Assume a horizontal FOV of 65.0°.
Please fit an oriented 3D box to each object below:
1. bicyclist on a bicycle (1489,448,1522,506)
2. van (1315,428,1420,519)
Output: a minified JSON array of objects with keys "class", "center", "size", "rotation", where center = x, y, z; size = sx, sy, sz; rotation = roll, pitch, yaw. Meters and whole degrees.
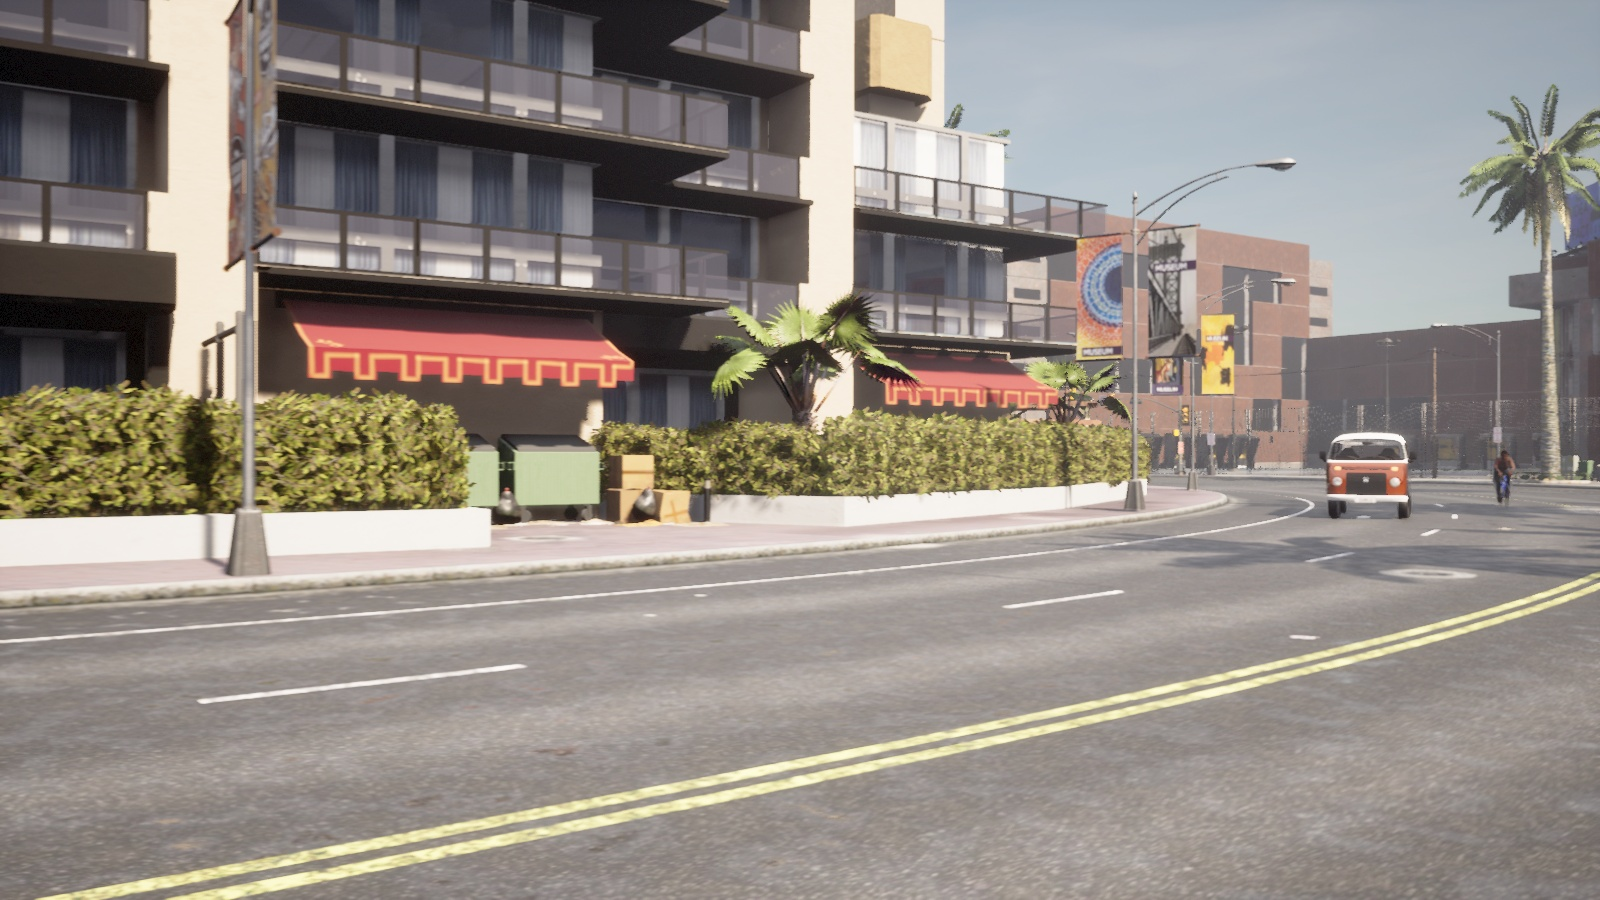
[{"class":"bicyclist on a bicycle","center":[20.274,0.758,36.113],"size":[0.582,1.620,1.656],"rotation":[-1,0,21]},{"class":"van","center":[13.813,0.527,30.415],"size":[2.069,2.038,4.480],"rotation":[0,0,27]}]
